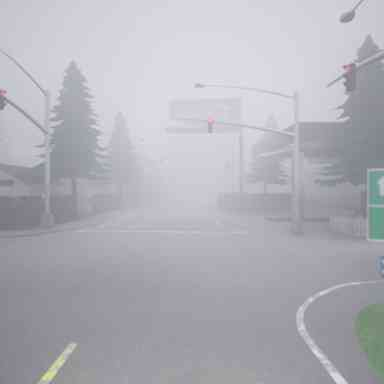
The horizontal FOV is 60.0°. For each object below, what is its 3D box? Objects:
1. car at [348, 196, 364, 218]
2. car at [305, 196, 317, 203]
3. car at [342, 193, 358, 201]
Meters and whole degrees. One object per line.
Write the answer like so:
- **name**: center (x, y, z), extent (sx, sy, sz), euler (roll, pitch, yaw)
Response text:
- **car**: center (14.412, 1.461, 25.225), extent (3.866, 1.878, 1.905), euler (0, 0, 0)
- **car**: center (22.616, 1.442, 64.277), extent (1.970, 1.475, 3.806), euler (0, 0, 0)
- **car**: center (35.033, 1.366, 72.047), extent (2.007, 1.523, 4.514), euler (0, 0, 0)
